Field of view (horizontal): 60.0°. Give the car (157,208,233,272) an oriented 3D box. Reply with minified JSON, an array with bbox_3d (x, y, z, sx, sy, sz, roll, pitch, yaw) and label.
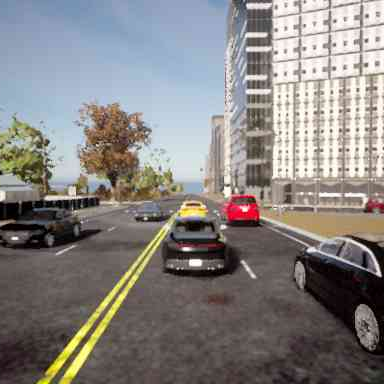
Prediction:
[{"bbox_3d":[0.094,1.500,10.725,1.837,1.490,4.892,0,0,0],"label":"car"}]

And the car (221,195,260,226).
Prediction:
[{"bbox_3d":[3.345,1.213,23.667,2.150,2.045,5.566,0,0,0],"label":"car"}]

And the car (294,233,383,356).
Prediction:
[{"bbox_3d":[3.331,1.488,6.025,2.128,1.511,4.902,0,0,0],"label":"car"}]

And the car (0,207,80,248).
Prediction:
[{"bbox_3d":[-6.594,1.470,14.896,1.882,1.535,5.008,0,0,0],"label":"car"}]

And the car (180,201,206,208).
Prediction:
[{"bbox_3d":[0.099,1.468,26.138,1.882,1.535,5.008,0,-1,0],"label":"car"}]

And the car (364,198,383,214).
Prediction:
[{"bbox_3d":[23.027,1.638,39.021,5.009,1.841,2.192,0,2,20],"label":"car"}]

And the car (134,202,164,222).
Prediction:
[{"bbox_3d":[-3.321,1.538,26.517,2.033,1.411,5.357,0,0,0],"label":"car"}]
